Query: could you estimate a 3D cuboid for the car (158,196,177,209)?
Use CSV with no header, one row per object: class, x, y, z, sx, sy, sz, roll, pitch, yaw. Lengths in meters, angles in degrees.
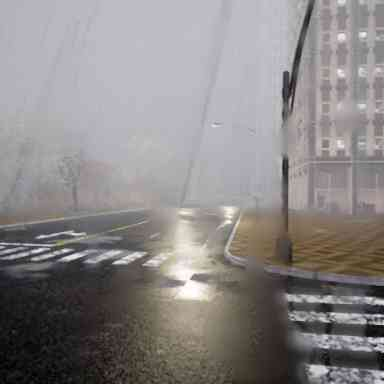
car,-3.994,1.682,55.013,2.150,2.045,5.566,1,0,10
